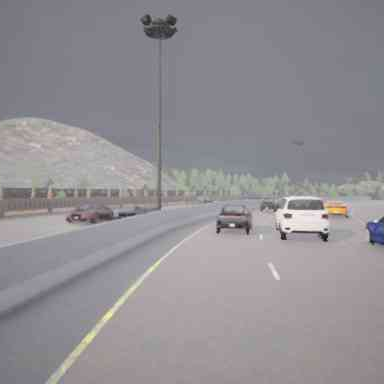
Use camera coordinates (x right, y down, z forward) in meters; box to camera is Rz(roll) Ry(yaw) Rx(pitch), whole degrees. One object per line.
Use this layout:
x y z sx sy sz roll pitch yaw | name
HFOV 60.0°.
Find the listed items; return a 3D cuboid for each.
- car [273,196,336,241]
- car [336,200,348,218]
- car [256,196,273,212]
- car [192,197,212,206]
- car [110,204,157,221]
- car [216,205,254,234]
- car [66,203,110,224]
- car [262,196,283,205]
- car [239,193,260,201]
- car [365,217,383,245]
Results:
5.548 1.240 17.168 2.150 2.045 5.566 0 0 11 | car
13.447 1.526 31.235 1.882 1.535 5.008 0 0 21 | car
9.457 1.536 39.464 1.837 1.490 4.892 0 0 25 | car
1.743 1.524 54.922 1.812 1.442 4.674 0 0 31 | car
-3.773 1.582 24.215 1.895 1.301 4.718 0 0 15 | car
2.540 1.500 19.461 2.128 1.511 4.902 0 0 12 | car
-7.308 1.531 24.254 1.994 1.385 4.181 0 0 14 | car
15.025 1.553 61.832 1.837 1.490 4.892 0 0 39 | car
11.010 1.270 62.389 2.150 2.045 5.566 0 0 37 | car
8.321 1.509 12.775 1.882 1.535 5.008 0 0 9 | car
